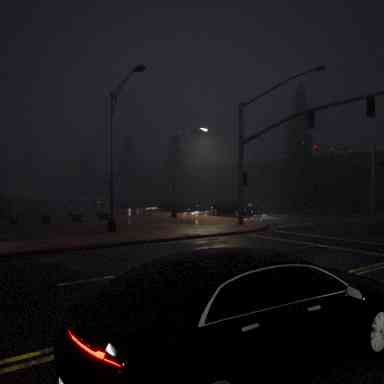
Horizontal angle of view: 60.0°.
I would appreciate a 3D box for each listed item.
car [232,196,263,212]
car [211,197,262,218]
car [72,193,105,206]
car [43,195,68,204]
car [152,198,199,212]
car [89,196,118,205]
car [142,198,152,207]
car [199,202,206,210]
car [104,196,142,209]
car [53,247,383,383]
[{"bbox_3d":[5.233,1.352,34.762,2.097,1.767,4.553,0,0,-37],"label":"car"},{"bbox_3d":[3.793,1.505,30.860,1.837,1.490,4.892,0,0,-36],"label":"car"},{"bbox_3d":[-16.722,1.221,54.019,5.566,2.045,2.150,0,0,20],"label":"car"},{"bbox_3d":[-26.230,1.352,63.806,4.553,1.767,2.097,0,0,9],"label":"car"},{"bbox_3d":[-2.015,1.547,38.683,2.033,1.411,5.357,0,0,-39],"label":"car"},{"bbox_3d":[-16.271,1.478,61.339,5.008,1.535,1.882,0,0,21],"label":"car"},{"bbox_3d":[-7.715,1.564,48.734,4.181,1.385,1.994,0,0,35],"label":"car"},{"bbox_3d":[-0.363,1.505,41.912,1.837,1.490,4.892,0,0,-41],"label":"car"},{"bbox_3d":[-9.483,1.526,45.757,4.674,1.442,1.812,0,0,36],"label":"car"},{"bbox_3d":[0.823,1.505,4.384,4.892,1.490,1.837,0,0,-35],"label":"car"}]
